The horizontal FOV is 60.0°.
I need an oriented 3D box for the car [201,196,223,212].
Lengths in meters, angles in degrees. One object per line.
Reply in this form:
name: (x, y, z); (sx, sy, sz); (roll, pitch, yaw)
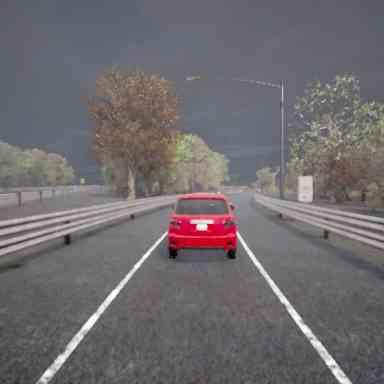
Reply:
car: (2.070, 1.144, 33.397); (1.994, 1.385, 4.181); (0, 1, 6)

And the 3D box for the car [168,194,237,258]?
car: (0.407, 1.071, 12.234); (2.150, 2.045, 5.566); (0, 1, 3)
